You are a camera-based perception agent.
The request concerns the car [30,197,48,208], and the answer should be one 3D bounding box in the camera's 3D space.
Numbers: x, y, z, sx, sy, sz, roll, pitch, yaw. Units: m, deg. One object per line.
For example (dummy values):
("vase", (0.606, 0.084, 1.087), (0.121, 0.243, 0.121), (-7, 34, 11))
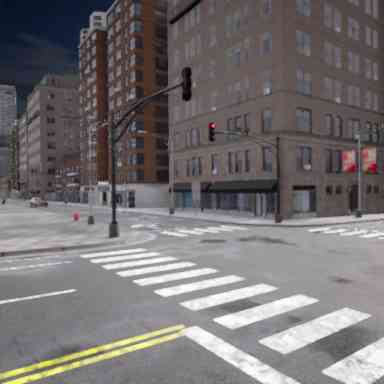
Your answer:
("car", (-24.710, 1.610, 53.701), (2.097, 1.767, 4.553), (-1, 0, -35))
